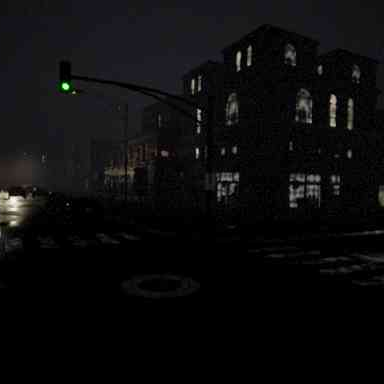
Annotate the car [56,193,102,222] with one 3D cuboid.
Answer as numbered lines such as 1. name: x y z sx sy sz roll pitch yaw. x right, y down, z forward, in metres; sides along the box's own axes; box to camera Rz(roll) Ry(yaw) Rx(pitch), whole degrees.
1. car: -6.659 0.951 20.019 1.947 1.339 4.313 1 1 -29

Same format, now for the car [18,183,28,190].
1. car: -41.871 -1.394 82.529 1.967 1.590 4.097 1 1 -29

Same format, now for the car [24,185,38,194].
1. car: -28.330 -0.436 58.489 2.008 1.369 4.403 1 1 -29

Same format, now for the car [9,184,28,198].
1. car: -22.749 -0.035 43.298 1.882 1.535 5.008 1 2 -29

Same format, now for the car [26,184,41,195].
1. car: -25.617 -0.376 53.677 1.967 1.590 4.097 1 1 -29

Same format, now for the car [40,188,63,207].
1. car: -12.077 0.623 29.635 1.802 1.307 4.206 1 1 -29

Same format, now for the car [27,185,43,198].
1. car: -20.203 0.077 44.062 2.008 1.369 4.403 1 1 -29

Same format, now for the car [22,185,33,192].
1. car: -33.748 -0.745 68.106 1.802 1.307 4.206 1 1 -29
